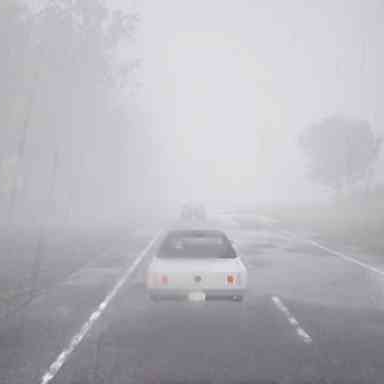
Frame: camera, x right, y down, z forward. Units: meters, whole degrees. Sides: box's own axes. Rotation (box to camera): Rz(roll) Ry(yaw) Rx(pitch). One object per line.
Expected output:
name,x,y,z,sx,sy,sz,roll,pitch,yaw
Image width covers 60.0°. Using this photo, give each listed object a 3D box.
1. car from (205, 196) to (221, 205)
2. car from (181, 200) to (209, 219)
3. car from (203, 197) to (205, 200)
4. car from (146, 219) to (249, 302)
car,3.594,1.474,54.314,1.994,1.385,4.181,0,0,0
car,0.097,1.556,26.296,1.895,1.301,4.718,0,0,0
car,3.494,1.477,73.117,1.895,1.301,4.718,0,0,0
car,0.098,1.586,8.192,1.895,1.301,4.718,0,0,0
